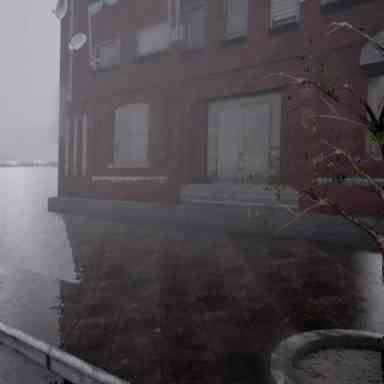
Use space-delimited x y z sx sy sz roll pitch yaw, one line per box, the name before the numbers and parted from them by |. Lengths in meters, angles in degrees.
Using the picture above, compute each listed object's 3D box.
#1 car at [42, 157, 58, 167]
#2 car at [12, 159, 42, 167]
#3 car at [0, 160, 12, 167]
car | -16.688 -3.721 43.394 4.553 1.767 2.185 2 1 26
car | -21.770 -3.769 45.834 4.892 1.521 2.231 2 1 27
car | -26.602 -3.879 48.289 4.674 1.452 2.002 2 1 28
